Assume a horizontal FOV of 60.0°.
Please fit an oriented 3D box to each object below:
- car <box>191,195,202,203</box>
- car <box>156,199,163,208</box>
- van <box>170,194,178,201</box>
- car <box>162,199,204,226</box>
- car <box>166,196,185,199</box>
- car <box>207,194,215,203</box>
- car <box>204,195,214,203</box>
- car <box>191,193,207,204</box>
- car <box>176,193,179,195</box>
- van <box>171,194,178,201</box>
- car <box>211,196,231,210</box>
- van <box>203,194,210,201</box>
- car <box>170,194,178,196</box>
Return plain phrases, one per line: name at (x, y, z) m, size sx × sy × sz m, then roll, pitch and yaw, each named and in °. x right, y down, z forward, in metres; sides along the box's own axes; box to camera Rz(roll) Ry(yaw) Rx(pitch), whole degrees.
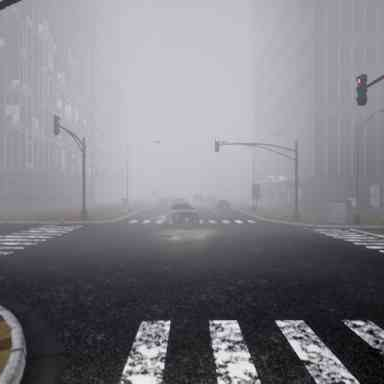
car at (0.957, 1.502, 73.157) m, size 2.128 × 1.511 × 4.902 m, roll 0°, pitch 0°, yaw 0°
car at (-4.171, 1.586, 47.283) m, size 1.802 × 1.307 × 4.206 m, roll 0°, pitch 0°, yaw 0°
van at (-4.414, 1.310, 80.448) m, size 1.690 × 1.788 × 3.998 m, roll 0°, pitch 0°, yaw 0°
car at (-0.774, 1.495, 23.787) m, size 1.882 × 1.535 × 5.008 m, roll 0°, pitch 0°, yaw -10°
car at (-1.631, 1.502, 37.385) m, size 2.128 × 1.511 × 4.902 m, roll 0°, pitch 0°, yaw 0°
car at (3.588, 1.304, 63.923) m, size 2.192 × 1.841 × 5.009 m, roll 0°, pitch 0°, yaw 0°
car at (3.548, 1.422, 69.451) m, size 1.967 × 1.590 × 4.097 m, roll 0°, pitch 0°, yaw 0°
car at (1.138, 1.215, 61.862) m, size 2.150 × 2.045 × 5.566 m, roll 0°, pitch 0°, yaw 0°
car at (-1.754, 1.298, 67.535) m, size 1.895 × 1.301 × 4.718 m, roll 0°, pitch 0°, yaw 0°
van at (-4.454, 1.303, 85.976) m, size 1.690 × 1.788 × 3.998 m, roll 0°, pitch 0°, yaw 0°
car at (3.799, 1.573, 41.815) m, size 1.947 × 1.339 × 4.313 m, roll 0°, pitch 0°, yaw 0°
van at (3.466, 1.310, 80.506) m, size 1.690 × 1.788 × 3.998 m, roll 0°, pitch 0°, yaw 0°
car at (-4.292, 1.555, 63.866) m, size 1.947 × 1.339 × 4.313 m, roll 0°, pitch 0°, yaw 0°
